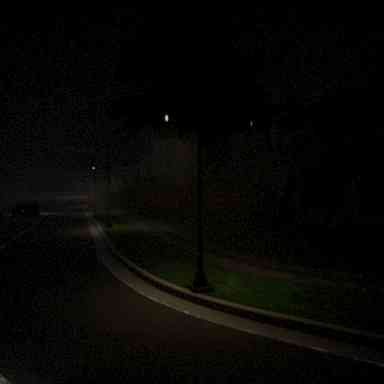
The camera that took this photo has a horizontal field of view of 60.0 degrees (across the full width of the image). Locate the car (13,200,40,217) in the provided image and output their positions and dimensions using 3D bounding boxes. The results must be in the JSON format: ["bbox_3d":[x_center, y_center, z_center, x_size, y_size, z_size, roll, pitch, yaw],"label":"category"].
[{"bbox_3d":[-15.630,1.517,31.534,1.882,1.535,5.008,0,0,-19],"label":"car"}]
